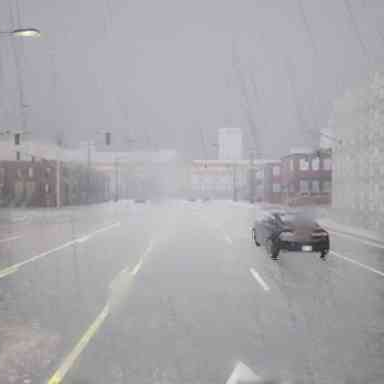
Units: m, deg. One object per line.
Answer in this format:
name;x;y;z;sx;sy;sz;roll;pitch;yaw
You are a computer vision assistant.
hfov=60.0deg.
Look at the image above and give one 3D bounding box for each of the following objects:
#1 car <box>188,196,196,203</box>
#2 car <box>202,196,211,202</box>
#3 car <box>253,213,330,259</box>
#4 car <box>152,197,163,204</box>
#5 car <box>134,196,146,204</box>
car;-0.044;1.687;78.066;2.128;1.511;4.902;0;0;0
car;3.456;1.658;78.072;1.837;1.490;4.892;0;0;0
car;3.536;1.521;12.599;2.128;1.511;4.902;0;0;0
car;-7.039;1.696;67.785;2.033;1.411;5.357;0;0;0
car;-10.538;1.653;67.529;1.837;1.490;4.892;0;0;0
